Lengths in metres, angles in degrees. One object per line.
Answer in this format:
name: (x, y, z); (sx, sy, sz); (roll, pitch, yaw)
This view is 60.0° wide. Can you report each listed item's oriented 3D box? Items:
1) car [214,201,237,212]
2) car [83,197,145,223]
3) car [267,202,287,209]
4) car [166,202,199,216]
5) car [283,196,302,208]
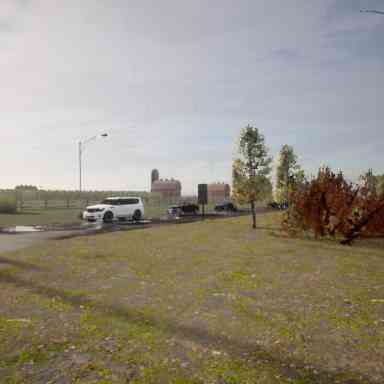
car: (4.629, 1.995, 45.900); (1.994, 1.385, 4.181); (-1, -1, 31)
car: (-6.442, 1.453, 28.188); (2.150, 2.045, 5.566); (-1, -1, 34)
car: (13.457, 1.966, 53.157); (1.837, 1.490, 4.892); (-1, -1, 32)
car: (-0.978, 1.820, 36.928); (2.128, 1.511, 4.902); (-1, -1, 32)
car: (18.684, 1.784, 61.684); (2.150, 2.045, 5.566); (-1, -1, 31)
